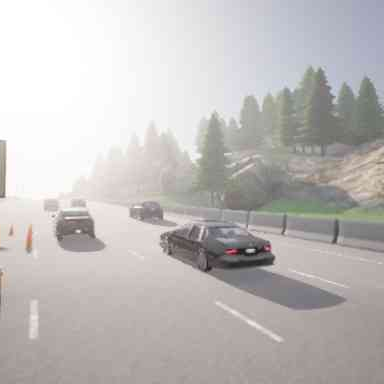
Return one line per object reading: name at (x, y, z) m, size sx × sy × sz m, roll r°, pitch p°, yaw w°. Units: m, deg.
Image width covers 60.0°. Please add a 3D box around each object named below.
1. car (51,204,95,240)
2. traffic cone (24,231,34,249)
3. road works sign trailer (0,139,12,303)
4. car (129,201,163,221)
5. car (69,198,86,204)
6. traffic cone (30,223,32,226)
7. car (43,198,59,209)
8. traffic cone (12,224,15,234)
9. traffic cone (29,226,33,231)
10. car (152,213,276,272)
car at (-6.522, 1.647, 18.271) m, size 1.837 × 1.490 × 4.892 m, roll 0°, pitch -1°, yaw -25°
traffic cone at (-6.899, 2.072, 14.068) m, size 0.340 × 0.580 × 0.340 m, roll 0°, pitch 0°, yaw -25°
road works sign trailer at (-5.310, 0.532, 7.104) m, size 2.380 × 3.560 × 2.880 m, roll 0°, pitch -1°, yaw -27°
car at (-4.191, 1.541, 29.842) m, size 2.097 × 1.767 × 4.553 m, roll 0°, pitch 0°, yaw -25°
car at (-16.301, 1.603, 47.535) m, size 1.837 × 1.490 × 4.892 m, roll 0°, pitch -1°, yaw -25°
traffic cone at (-8.589, 2.085, 17.693) m, size 0.340 × 0.580 × 0.340 m, roll 0°, pitch 0°, yaw -25°
car at (-19.516, 1.556, 46.148) m, size 1.882 × 1.535 × 5.008 m, roll 0°, pitch 0°, yaw -25°
traffic cone at (-10.339, 2.080, 19.084) m, size 0.340 × 0.580 × 0.340 m, roll 0°, pitch 0°, yaw -25°
traffic cone at (-7.744, 2.078, 15.881) m, size 0.340 × 0.580 × 0.340 m, roll 0°, pitch 0°, yaw -25°
car at (0.543, 1.674, 11.398) m, size 2.033 × 1.411 × 5.357 m, roll 0°, pitch -1°, yaw -25°
